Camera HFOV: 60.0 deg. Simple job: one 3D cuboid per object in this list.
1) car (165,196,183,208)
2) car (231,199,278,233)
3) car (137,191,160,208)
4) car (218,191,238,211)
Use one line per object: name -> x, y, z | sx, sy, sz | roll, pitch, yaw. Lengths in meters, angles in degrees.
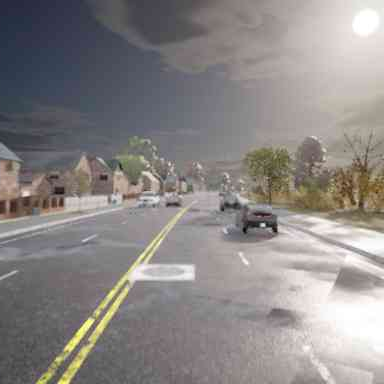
car -> -2.301, 1.200, 42.808 | 1.882, 1.535, 5.008 | 0, 0, 3
car -> 3.566, 1.384, 18.907 | 1.837, 1.490, 4.892 | 0, 0, 1
car -> -5.551, 0.943, 42.985 | 2.150, 2.045, 5.566 | 0, 0, 3
car -> 4.102, 1.117, 36.206 | 2.097, 1.767, 4.553 | 0, 0, 2
